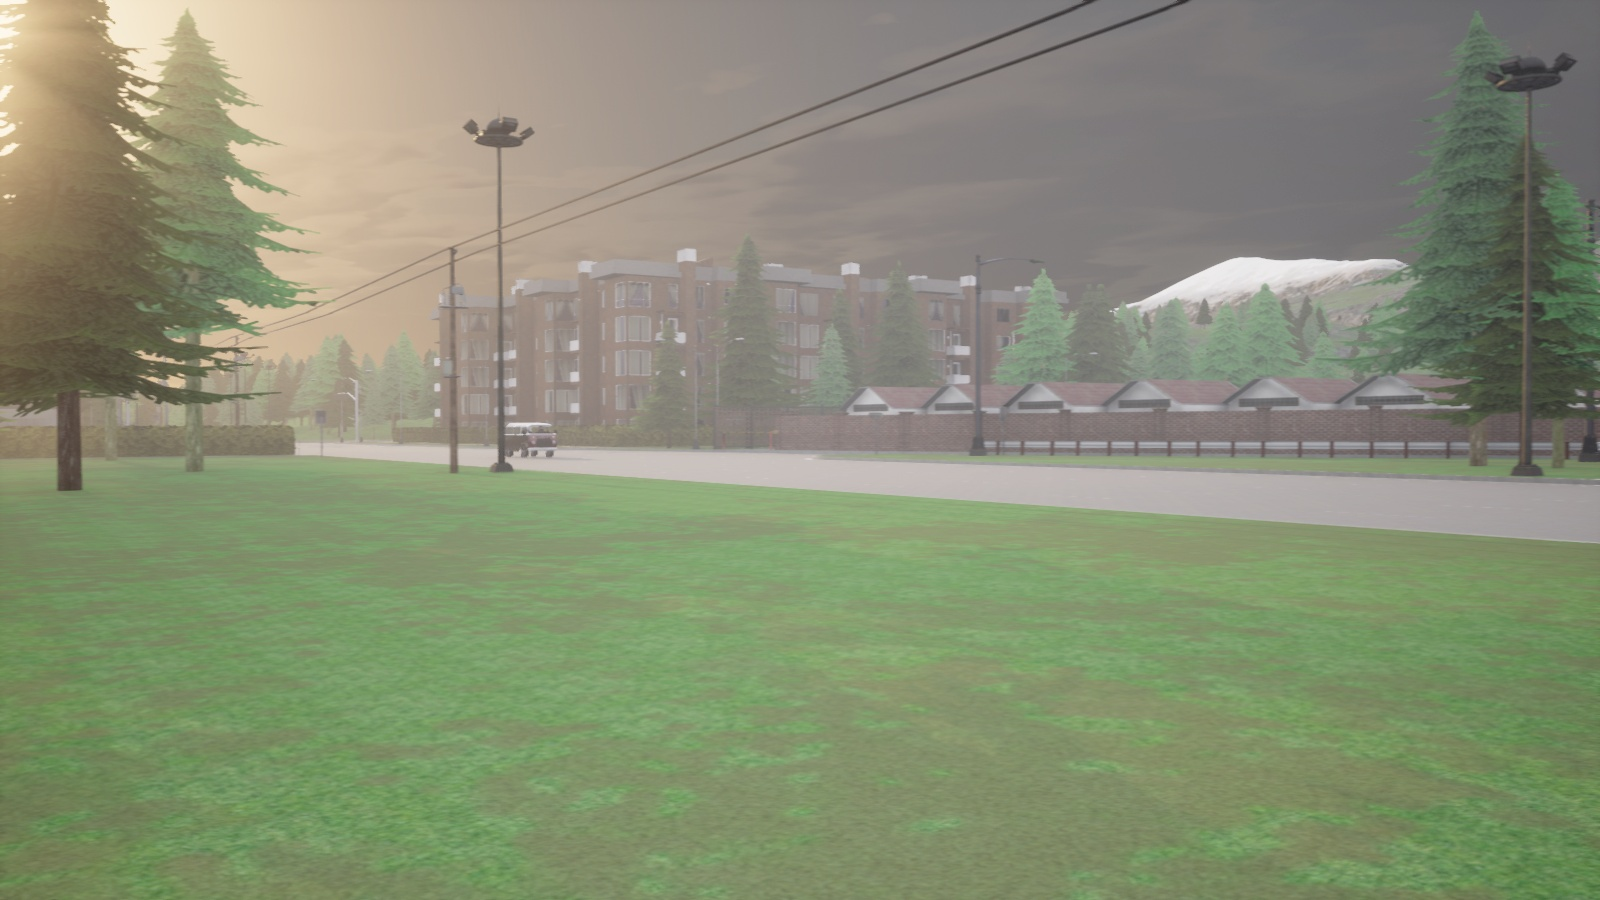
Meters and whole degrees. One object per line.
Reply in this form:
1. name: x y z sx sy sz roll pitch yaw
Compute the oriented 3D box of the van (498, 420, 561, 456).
1. van: -15.574 -0.689 72.091 2.069 2.038 4.480 0 1 -33
